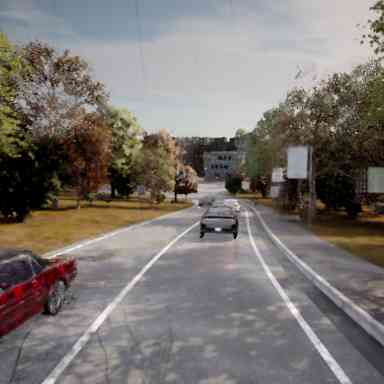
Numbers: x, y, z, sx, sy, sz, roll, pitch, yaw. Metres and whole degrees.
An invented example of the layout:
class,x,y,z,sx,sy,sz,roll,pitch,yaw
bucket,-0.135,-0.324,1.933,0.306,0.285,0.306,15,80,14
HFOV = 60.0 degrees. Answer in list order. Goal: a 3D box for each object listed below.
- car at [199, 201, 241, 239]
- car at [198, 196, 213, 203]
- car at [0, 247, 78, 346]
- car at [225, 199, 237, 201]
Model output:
class,x,y,z,sx,sy,sz,roll,pitch,yaw
car,1.485,1.476,17.463,2.128,1.511,4.902,1,0,7
car,1.995,1.407,48.443,1.837,1.490,4.892,1,0,5
car,-3.392,1.574,4.705,1.895,1.301,4.718,0,0,3
car,4.134,1.492,35.450,1.812,1.442,4.674,1,0,8
